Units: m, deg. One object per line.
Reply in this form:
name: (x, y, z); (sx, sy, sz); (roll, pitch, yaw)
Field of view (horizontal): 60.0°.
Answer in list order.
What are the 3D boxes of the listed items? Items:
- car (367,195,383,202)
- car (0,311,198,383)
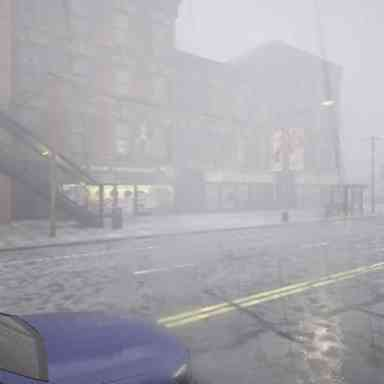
car: (34.746, 1.329, 62.165); (1.882, 1.535, 5.008); (0, 0, -8)
car: (-2.106, 1.527, 2.245); (4.674, 1.442, 1.812); (0, 0, -35)
